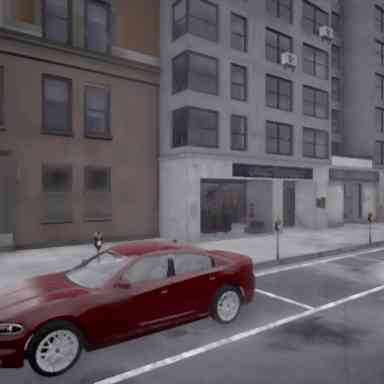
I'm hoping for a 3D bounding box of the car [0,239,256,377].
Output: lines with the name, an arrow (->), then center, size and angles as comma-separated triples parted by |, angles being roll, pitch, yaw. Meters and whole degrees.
car -> -0.920, 1.541, 5.532 | 4.507, 1.381, 1.887 | 0, 0, -35
